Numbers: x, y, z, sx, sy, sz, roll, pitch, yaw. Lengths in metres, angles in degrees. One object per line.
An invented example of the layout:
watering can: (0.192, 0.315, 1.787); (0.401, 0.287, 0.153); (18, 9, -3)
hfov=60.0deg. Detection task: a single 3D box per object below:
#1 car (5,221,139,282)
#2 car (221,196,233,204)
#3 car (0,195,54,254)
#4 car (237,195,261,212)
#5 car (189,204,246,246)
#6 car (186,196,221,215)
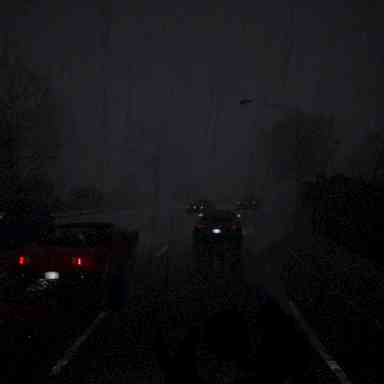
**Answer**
car: (-2.902, 1.535, 9.556); (1.895, 1.301, 4.718); (0, 0, 5)
car: (4.781, 1.287, 51.507); (1.895, 1.301, 4.718); (0, 0, 26)
car: (-6.540, 1.140, 10.593); (2.150, 2.045, 5.566); (0, 0, 5)
car: (6.241, 1.150, 36.076); (2.097, 1.767, 4.553); (0, 0, 19)
car: (1.223, 1.476, 14.870); (1.994, 1.385, 4.181); (0, 0, 7)
car: (0.908, 1.357, 30.936); (2.033, 1.411, 5.357); (0, 0, 15)
